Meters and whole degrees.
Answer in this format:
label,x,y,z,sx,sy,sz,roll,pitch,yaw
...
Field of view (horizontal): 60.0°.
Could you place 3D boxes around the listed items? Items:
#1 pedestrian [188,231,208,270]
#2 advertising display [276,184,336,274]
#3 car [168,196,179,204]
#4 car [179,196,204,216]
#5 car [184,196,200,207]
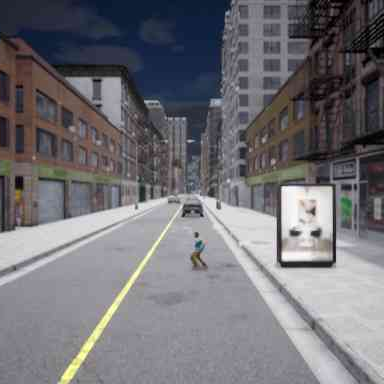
label,x,y,z,sx,sy,sz,roll,pitch,yaw
pedestrian,0.202,1.642,9.374,0.500,1.100,0.500,0,0,-10
advertising display,3.123,0.995,9.128,1.540,2.440,0.280,0,0,0
car,-3.099,1.422,57.840,1.994,1.385,4.181,0,0,0
car,0.064,1.419,30.742,1.837,1.490,4.892,0,1,0
car,0.053,1.365,48.101,2.128,1.511,4.902,0,0,1
